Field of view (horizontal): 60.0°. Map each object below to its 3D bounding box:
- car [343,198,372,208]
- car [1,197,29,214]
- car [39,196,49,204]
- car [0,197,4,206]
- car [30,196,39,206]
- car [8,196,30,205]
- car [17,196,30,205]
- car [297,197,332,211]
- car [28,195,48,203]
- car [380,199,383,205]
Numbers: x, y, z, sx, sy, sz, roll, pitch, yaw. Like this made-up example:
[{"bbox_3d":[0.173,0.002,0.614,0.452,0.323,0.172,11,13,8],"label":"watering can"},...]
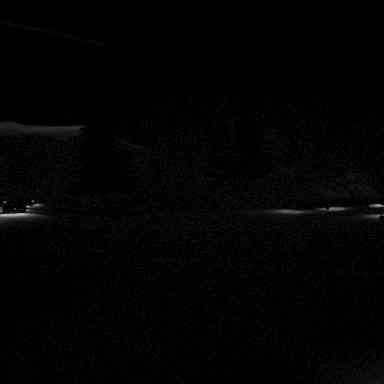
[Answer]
[{"bbox_3d":[22.758,1.435,45.797,4.718,1.301,1.895,-1,0,-35],"label":"car"},{"bbox_3d":[-18.920,1.542,35.479,1.994,1.385,4.181,0,0,-29],"label":"car"},{"bbox_3d":[-28.242,1.449,62.504,2.128,1.511,4.902,0,0,-11],"label":"car"},{"bbox_3d":[-29.053,1.463,50.519,2.128,1.511,4.902,0,0,-18],"label":"car"},{"bbox_3d":[-25.983,1.514,52.351,2.033,1.411,5.357,0,0,-18],"label":"car"},{"bbox_3d":[-31.480,1.510,60.563,2.033,1.411,5.357,0,0,-11],"label":"car"},{"bbox_3d":[-22.701,1.499,43.349,1.812,1.442,4.674,0,0,-22],"label":"car"},{"bbox_3d":[14.834,1.372,40.233,5.008,1.535,1.882,0,0,-35],"label":"car"},{"bbox_3d":[-32.633,1.475,70.841,2.033,1.411,5.357,0,0,-3],"label":"car"},{"bbox_3d":[31.003,1.286,51.581,4.181,1.385,1.994,-1,1,-35],"label":"car"}]
